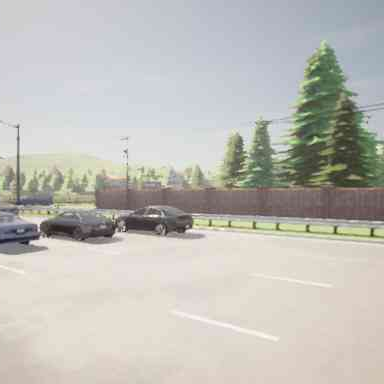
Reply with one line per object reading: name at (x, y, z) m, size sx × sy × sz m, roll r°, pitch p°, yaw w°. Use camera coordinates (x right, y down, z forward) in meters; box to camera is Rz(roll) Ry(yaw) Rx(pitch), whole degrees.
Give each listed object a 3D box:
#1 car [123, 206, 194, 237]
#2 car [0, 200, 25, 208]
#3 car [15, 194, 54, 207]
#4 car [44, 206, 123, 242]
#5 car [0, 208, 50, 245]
car at (-2.193, 1.532, 18.444) m, size 4.892 × 1.490 × 1.837 m, roll 0°, pitch 0°, yaw 36°
car at (-17.321, 1.615, 29.226) m, size 5.357 × 1.411 × 2.033 m, roll 0°, pitch 0°, yaw 35°
car at (-24.545, 1.328, 51.774) m, size 5.566 × 2.045 × 2.150 m, roll 0°, pitch 0°, yaw -21°
car at (-5.782, 1.595, 16.704) m, size 4.181 × 1.385 × 1.994 m, roll 0°, pitch 0°, yaw 36°
car at (-8.791, 1.581, 14.552) m, size 5.357 × 1.411 × 2.033 m, roll 0°, pitch 0°, yaw 35°
